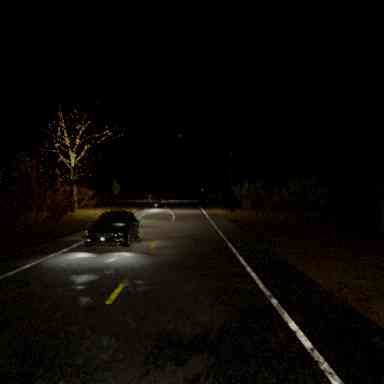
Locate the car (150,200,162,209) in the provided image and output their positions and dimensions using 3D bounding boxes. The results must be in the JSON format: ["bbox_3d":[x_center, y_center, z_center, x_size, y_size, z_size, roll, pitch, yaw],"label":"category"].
[{"bbox_3d":[-6.168,2.085,57.138,2.128,1.511,4.902,0,0,-6],"label":"car"}]

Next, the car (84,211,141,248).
[{"bbox_3d":[-3.627,1.685,15.873,1.837,1.490,4.892,0,-1,0],"label":"car"}]
